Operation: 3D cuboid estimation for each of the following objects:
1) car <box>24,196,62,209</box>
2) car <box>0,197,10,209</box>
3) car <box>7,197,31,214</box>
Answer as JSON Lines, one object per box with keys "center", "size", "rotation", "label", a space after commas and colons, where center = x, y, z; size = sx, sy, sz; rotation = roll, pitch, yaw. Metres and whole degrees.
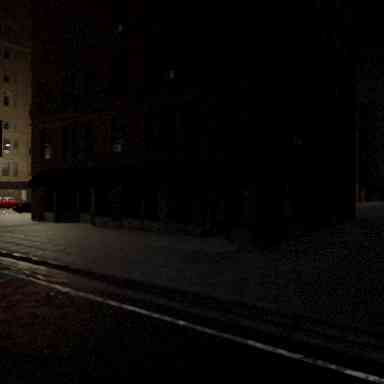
{"center": [-19.398, 1.341, 43.534], "size": [1.967, 1.590, 4.097], "rotation": [0, 0, 36], "label": "car"}
{"center": [-22.631, 1.342, 39.072], "size": [1.967, 1.590, 4.097], "rotation": [0, 0, 36], "label": "car"}
{"center": [-16.135, 1.517, 34.363], "size": [1.947, 1.339, 4.313], "rotation": [0, 0, 36], "label": "car"}
